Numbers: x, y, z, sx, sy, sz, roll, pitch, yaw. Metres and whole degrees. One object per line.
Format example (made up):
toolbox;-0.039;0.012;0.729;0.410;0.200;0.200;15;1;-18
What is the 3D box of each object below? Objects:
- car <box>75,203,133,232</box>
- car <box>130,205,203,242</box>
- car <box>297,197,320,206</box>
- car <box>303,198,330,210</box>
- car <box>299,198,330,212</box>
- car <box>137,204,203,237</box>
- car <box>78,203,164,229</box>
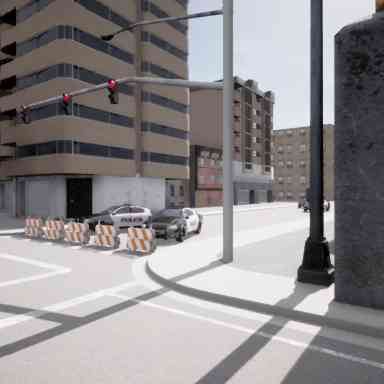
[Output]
car;-4.104;1.454;19.215;4.974;1.542;2.038;0;0;-29
car;-0.912;1.454;16.529;2.038;1.542;4.974;0;0;16
car;16.607;1.297;47.261;1.853;1.218;4.536;0;0;36
car;14.397;1.296;38.344;1.853;1.218;4.536;0;0;36
car;14.367;1.454;38.302;2.038;1.542;4.974;0;0;36
car;-0.899;1.296;16.579;1.853;1.218;4.536;0;0;16
car;-4.059;1.297;19.241;4.536;1.218;1.853;0;0;-29
